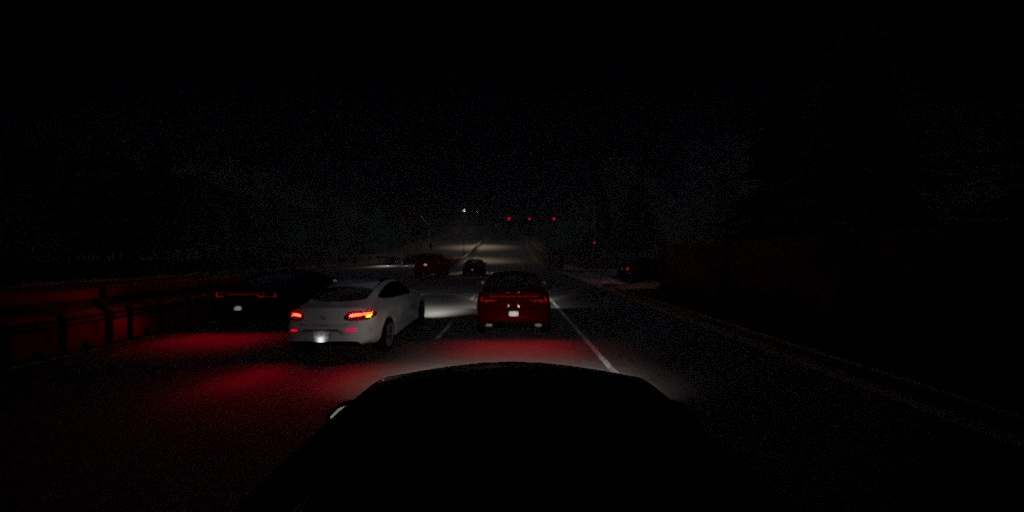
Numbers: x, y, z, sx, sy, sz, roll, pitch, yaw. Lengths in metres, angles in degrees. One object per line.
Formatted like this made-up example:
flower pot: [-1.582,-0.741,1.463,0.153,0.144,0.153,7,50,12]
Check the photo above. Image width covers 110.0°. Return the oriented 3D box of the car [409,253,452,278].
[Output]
car: [-7.003,0.796,31.692,2.150,2.045,5.566,0,0,0]

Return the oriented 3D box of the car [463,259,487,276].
car: [-3.511,1.036,34.166,1.882,1.535,5.008,0,0,0]

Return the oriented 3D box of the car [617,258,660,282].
car: [10.111,0.956,26.088,4.553,1.767,2.097,0,0,-4]

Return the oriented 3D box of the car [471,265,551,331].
car: [0.045,1.174,10.777,1.882,1.535,5.008,0,0,0]

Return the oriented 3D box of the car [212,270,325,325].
car: [-6.955,1.171,11.578,1.882,1.535,5.008,0,0,0]

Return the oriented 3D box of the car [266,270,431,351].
car: [-3.458,1.235,8.742,1.812,1.442,4.674,0,0,-1]
